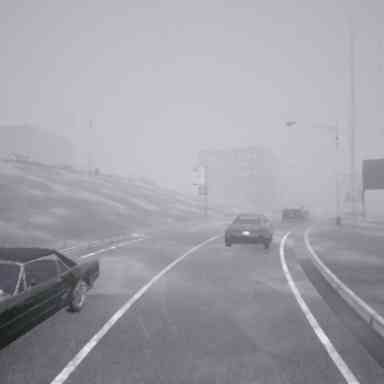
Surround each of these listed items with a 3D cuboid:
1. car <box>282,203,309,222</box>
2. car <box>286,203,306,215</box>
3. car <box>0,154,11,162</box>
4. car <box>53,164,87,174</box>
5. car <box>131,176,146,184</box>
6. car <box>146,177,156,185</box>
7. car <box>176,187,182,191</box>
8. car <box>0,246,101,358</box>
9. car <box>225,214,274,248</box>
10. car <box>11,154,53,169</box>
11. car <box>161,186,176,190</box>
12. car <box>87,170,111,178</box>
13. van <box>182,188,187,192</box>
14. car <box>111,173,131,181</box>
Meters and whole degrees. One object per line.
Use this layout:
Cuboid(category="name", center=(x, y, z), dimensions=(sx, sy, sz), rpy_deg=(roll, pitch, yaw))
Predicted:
Cuboid(category="car", center=(10.049, 1.983, 32.089), dimensions=(1.882, 1.535, 5.008), rpy_deg=(-1, -2, 27))
Cuboid(category="car", center=(16.142, 2.552, 51.332), dimensions=(2.097, 1.767, 4.553), rpy_deg=(-1, -2, 28))
Cuboid(category="car", center=(-20.161, -3.276, 31.070), dimensions=(2.097, 1.535, 5.008), rpy_deg=(-1, -3, 24))
Cuboid(category="car", center=(-15.863, -2.654, 41.450), dimensions=(2.163, 1.488, 4.792), rpy_deg=(-1, -3, 22))
Cuboid(category="car", center=(-10.344, -1.901, 57.061), dimensions=(2.185, 1.767, 4.553), rpy_deg=(-1, -3, 18))
Cuboid(category="car", center=(-8.689, -1.682, 62.419), dimensions=(2.435, 2.045, 5.566), rpy_deg=(-1, -4, 17))
Cuboid(category="car", center=(-4.512, -0.232, 78.410), dimensions=(2.002, 1.452, 4.674), rpy_deg=(0, -4, 13))
Cuboid(category="car", center=(-3.146, 1.615, 5.072), dimensions=(1.895, 1.301, 4.718), rpy_deg=(0, -1, 6))
Cuboid(category="car", center=(2.790, 1.705, 15.736), dimensions=(1.994, 1.385, 4.181), rpy_deg=(-1, -1, 16))
Cuboid(category="car", center=(-17.989, -3.111, 36.148), dimensions=(2.185, 1.767, 4.553), rpy_deg=(-1, -3, 23))
Cuboid(category="car", center=(-5.806, -0.643, 73.036), dimensions=(2.002, 1.452, 4.674), rpy_deg=(0, -4, 14))
Cuboid(category="car", center=(-13.911, -2.350, 46.604), dimensions=(2.002, 1.452, 4.674), rpy_deg=(-1, -3, 21))
Cuboid(category="van", center=(-3.266, -0.054, 83.946), dimensions=(1.878, 1.987, 4.442), rpy_deg=(0, -4, 13))
Cuboid(category="car", center=(-12.104, -2.098, 51.709), dimensions=(2.231, 1.521, 4.892), rpy_deg=(-1, -3, 19))
